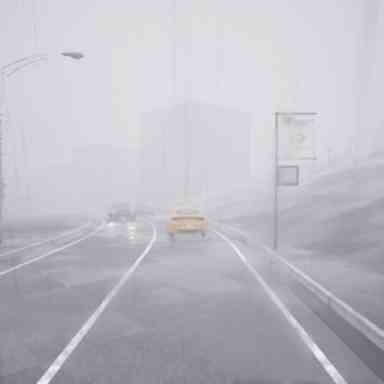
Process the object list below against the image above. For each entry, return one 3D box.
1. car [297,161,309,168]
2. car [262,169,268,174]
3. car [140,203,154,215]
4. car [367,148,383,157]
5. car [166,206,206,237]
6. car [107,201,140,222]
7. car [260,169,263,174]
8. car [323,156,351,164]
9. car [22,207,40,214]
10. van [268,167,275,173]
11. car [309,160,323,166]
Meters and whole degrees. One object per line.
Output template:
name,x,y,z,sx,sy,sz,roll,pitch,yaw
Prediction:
car,21.262,-4.730,59.799,2.185,1.767,4.553,0,1,-1
car,20.667,-4.963,87.370,2.002,1.452,4.674,0,1,-1
car,-5.899,1.988,38.466,1.994,1.385,4.181,-1,-1,-25
car,21.739,-4.231,37.698,2.231,1.521,4.892,0,1,-1
car,-0.422,1.540,18.708,1.882,1.535,5.008,0,-1,-6
car,-6.123,1.594,28.659,2.097,1.767,4.553,0,-1,-18
car,20.548,-5.318,92.852,2.435,2.045,5.566,0,1,-1
car,21.503,-4.544,48.633,2.185,1.767,4.553,0,1,-1
car,-30.044,3.456,61.345,4.902,1.511,2.128,-4,-1,35
van,20.789,-5.158,81.725,1.878,1.987,4.442,0,1,-1
car,21.385,-4.470,54.127,2.002,1.452,4.674,0,1,-1
